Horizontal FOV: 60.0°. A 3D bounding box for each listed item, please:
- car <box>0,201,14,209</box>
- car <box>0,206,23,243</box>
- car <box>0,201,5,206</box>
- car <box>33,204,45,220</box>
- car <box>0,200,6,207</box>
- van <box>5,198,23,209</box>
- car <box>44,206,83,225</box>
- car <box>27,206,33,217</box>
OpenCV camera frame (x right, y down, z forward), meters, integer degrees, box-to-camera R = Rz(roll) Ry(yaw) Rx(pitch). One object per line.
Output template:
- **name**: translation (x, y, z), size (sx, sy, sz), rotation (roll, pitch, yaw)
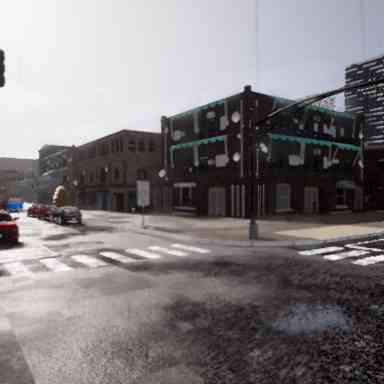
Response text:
- **car**: translation (-32.713, 2.258, 58.582), size (1.887, 1.381, 4.507), rotation (-1, 0, -35)
- **car**: translation (-10.033, 1.706, 16.793), size (1.882, 1.535, 5.008), rotation (0, 0, -35)
- **car**: translation (-29.505, 1.970, 54.074), size (2.192, 1.841, 5.009), rotation (-1, 0, -35)
- **car**: translation (-13.439, 1.937, 31.536), size (1.802, 1.307, 4.206), rotation (-1, 0, -35)
- **car**: translation (-39.137, 2.393, 67.598), size (1.947, 1.339, 4.313), rotation (-1, 0, -35)
- **van**: translation (-26.292, 1.938, 49.567), size (1.690, 1.788, 3.998), rotation (-1, 0, -35)
- **car**: translation (-10.227, 1.843, 27.028), size (2.008, 1.369, 4.403), rotation (-1, 0, -35)
- **car**: translation (-16.650, 1.998, 36.044), size (1.802, 1.307, 4.206), rotation (-1, 0, -35)
